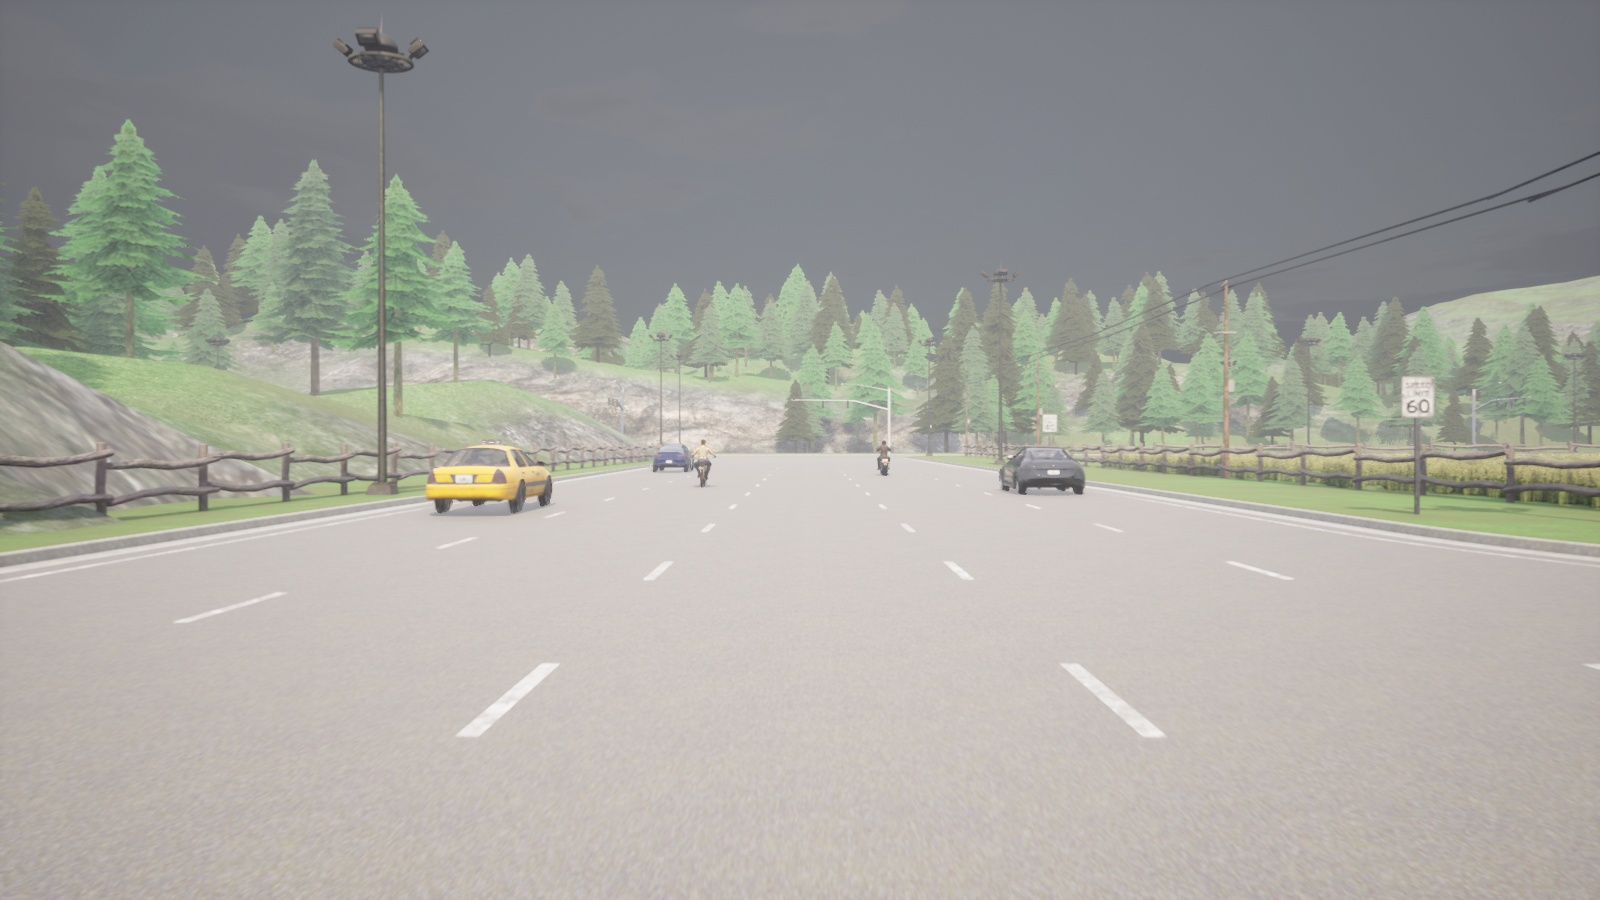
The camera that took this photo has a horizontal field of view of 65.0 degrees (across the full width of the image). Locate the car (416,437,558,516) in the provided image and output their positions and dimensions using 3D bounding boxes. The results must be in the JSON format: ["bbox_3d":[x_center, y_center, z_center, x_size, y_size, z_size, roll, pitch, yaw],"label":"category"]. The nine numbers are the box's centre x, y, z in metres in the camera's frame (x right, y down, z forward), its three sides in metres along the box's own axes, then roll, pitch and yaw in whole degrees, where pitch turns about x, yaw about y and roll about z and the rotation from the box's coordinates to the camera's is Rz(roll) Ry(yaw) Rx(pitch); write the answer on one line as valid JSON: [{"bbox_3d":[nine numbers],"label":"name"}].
[{"bbox_3d":[-6.827,0.521,28.018,1.801,1.575,5.366,0,0,0],"label":"car"}]

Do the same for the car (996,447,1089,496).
[{"bbox_3d":[7.229,0.603,37.820,1.994,1.385,4.181,0,0,0],"label":"car"}]

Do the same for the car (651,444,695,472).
[{"bbox_3d":[-6.613,0.395,65.934,1.812,1.442,4.674,0,0,0],"label":"car"}]
